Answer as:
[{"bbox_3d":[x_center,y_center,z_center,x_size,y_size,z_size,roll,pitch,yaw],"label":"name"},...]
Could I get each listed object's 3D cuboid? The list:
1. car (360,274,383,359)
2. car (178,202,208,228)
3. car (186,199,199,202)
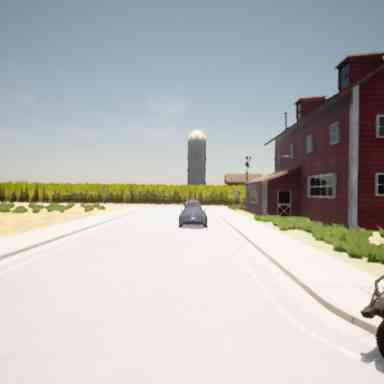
[{"bbox_3d":[4.174,1.277,3.680,1.905,1.878,3.866,-7,3,-42],"label":"car"},{"bbox_3d":[0.078,1.651,23.240,1.994,1.385,4.181,1,0,0],"label":"car"},{"bbox_3d":[0.067,1.594,38.626,2.128,1.511,4.902,1,0,0],"label":"car"}]
